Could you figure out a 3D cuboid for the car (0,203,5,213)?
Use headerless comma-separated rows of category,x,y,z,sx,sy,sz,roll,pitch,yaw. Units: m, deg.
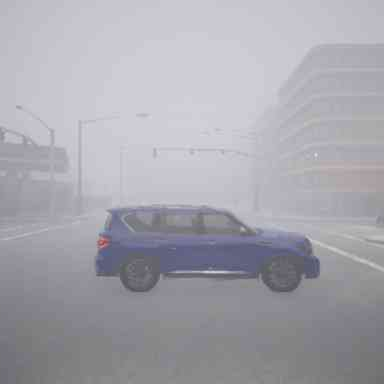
car,-24.331,1.803,39.140,3.806,1.475,1.970,0,-1,0

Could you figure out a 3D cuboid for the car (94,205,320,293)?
car,0.329,1.373,8.675,5.566,2.045,2.150,0,-1,0

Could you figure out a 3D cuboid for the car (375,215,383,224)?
car,16.178,1.823,23.763,5.357,1.411,2.033,0,-1,0
